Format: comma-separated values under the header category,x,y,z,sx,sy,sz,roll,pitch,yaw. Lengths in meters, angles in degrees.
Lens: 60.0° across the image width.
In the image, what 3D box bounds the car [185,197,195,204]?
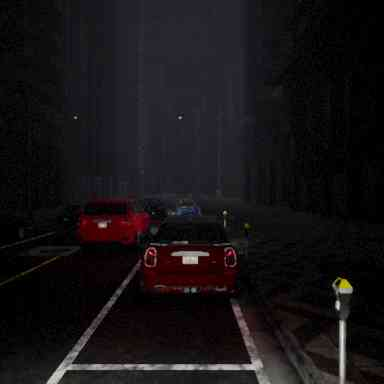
category,x,y,z,sx,sy,sz,roll,pitch,yaw
car,-0.385,1.593,65.189,1.947,1.339,4.313,0,0,0

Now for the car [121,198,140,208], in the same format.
category,x,y,z,sx,sy,sz,roll,pitch,yaw
car,-8.910,1.584,48.269,1.947,1.339,4.313,0,0,0

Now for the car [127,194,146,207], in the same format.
category,x,y,z,sx,sy,sz,roll,pitch,yaw
car,-8.911,1.336,53.906,2.192,1.841,5.009,0,0,0

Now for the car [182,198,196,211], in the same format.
category,x,y,z,sx,sy,sz,roll,pitch,yaw
car,-0.385,1.541,42.814,1.752,1.417,4.829,0,0,0

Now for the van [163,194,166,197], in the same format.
category,x,y,z,sx,sy,sz,roll,pitch,yaw
van,-8.911,1.385,93.363,1.690,1.788,3.998,0,0,0

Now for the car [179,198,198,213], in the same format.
category,x,y,z,sx,sy,sz,roll,pitch,yaw
car,-0.386,1.452,37.008,1.967,1.590,4.097,0,0,0

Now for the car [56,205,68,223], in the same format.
category,x,y,z,sx,sy,sz,roll,pitch,yaw
car,-8.910,1.572,25.722,1.947,1.339,4.313,0,0,0

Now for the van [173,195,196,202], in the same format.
category,x,y,z,sx,sy,sz,roll,pitch,yaw
van,-0.386,1.348,25.735,1.690,1.788,3.998,0,0,0

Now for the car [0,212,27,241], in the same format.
category,x,y,z,sx,sy,sz,roll,pitch,yaw
car,-8.910,1.546,14.449,1.887,1.381,4.507,0,0,0

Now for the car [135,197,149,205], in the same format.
category,x,y,z,sx,sy,sz,roll,pitch,yaw
car,-8.910,1.569,59.543,1.887,1.381,4.507,0,0,0

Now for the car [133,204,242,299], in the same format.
category,x,y,z,sx,sy,sz,roll,pitch,yaw
car,-0.032,1.353,8.620,2.097,1.767,4.553,0,0,0

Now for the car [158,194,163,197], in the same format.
category,x,y,z,sx,sy,sz,roll,pitch,yaw
car,-8.911,1.477,82.090,1.967,1.590,4.097,0,0,0

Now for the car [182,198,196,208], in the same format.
category,x,y,z,sx,sy,sz,roll,pitch,yaw
car,-0.385,1.569,48.280,2.008,1.369,4.403,0,0,0

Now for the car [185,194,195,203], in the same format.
category,x,y,z,sx,sy,sz,roll,pitch,yaw
car,-0.386,1.345,70.826,2.192,1.841,5.009,0,0,0

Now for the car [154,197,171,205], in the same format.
category,x,y,z,sx,sy,sz,roll,pitch,yaw
car,-3.145,1.505,29.338,2.128,1.511,4.902,0,0,0

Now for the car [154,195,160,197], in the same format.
category,x,y,z,sx,sy,sz,roll,pitch,yaw
car,-6.145,1.580,48.337,1.837,1.490,4.892,0,0,0

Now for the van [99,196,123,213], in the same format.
category,x,y,z,sx,sy,sz,roll,pitch,yaw
van,-8.911,1.353,36.996,1.690,1.788,3.998,0,0,0

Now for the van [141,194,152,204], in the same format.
category,x,y,z,sx,sy,sz,roll,pitch,yaw
van,-8.911,1.368,65.180,1.690,1.788,3.998,0,0,0

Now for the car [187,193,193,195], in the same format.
category,x,y,z,sx,sy,sz,roll,pitch,yaw
car,-0.386,1.464,59.552,1.967,1.590,4.097,0,0,0

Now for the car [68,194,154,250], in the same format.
category,x,y,z,sx,sy,sz,roll,pitch,yaw
car,-3.145,1.261,14.367,2.150,2.045,5.566,0,0,0

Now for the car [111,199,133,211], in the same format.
category,x,y,z,sx,sy,sz,roll,pitch,yaw
car,-8.910,1.581,42.633,1.947,1.339,4.313,0,0,0

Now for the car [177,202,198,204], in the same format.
category,x,y,z,sx,sy,sz,roll,pitch,yaw
car,-0.385,1.529,20.269,1.752,1.417,4.829,0,0,0

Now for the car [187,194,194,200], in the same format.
category,x,y,z,sx,sy,sz,roll,pitch,yaw
car,-0.386,1.484,93.370,1.967,1.590,4.097,0,0,0
